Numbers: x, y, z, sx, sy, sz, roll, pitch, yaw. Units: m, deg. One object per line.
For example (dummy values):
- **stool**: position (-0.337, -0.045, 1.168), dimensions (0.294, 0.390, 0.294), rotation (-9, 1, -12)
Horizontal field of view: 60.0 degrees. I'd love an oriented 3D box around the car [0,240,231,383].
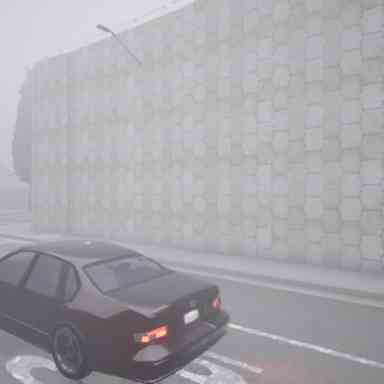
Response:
- **car**: position (-2.047, 1.532, 5.442), dimensions (5.357, 1.411, 2.033), rotation (0, 0, 35)
